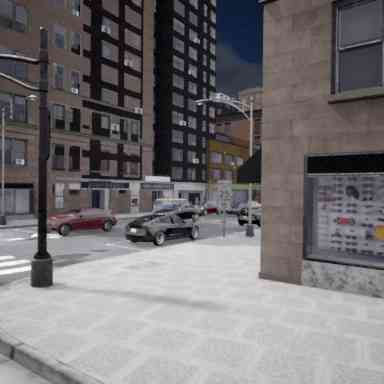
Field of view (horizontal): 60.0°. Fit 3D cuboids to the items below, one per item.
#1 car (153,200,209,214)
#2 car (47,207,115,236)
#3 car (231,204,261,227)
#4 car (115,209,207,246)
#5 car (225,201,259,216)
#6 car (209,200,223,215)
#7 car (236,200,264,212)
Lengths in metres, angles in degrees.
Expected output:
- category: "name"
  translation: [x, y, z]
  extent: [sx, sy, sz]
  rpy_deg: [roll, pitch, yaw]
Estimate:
- category: "car"
  translation: [-1.061, 1.671, 27.089]
  extent: [2.128, 1.511, 4.902]
  rpy_deg: [1, 0, 35]
- category: "car"
  translation: [-6.521, 1.633, 19.493]
  extent: [1.812, 1.442, 4.674]
  rpy_deg: [1, 0, 37]
- category: "car"
  translation: [5.040, 1.849, 25.381]
  extent: [1.947, 1.339, 4.313]
  rpy_deg: [0, 0, 36]
- category: "car"
  translation: [-1.378, 1.763, 16.456]
  extent: [1.947, 1.339, 4.313]
  rpy_deg: [0, 0, 36]
- category: "car"
  translation: [5.034, 1.812, 35.555]
  extent: [2.033, 1.411, 5.357]
  rpy_deg: [1, 0, 36]
- category: "car"
  translation: [1.329, 1.644, 34.821]
  extent: [1.967, 1.590, 4.097]
  rpy_deg: [0, 0, 36]
- category: "car"
  translation: [7.646, 1.821, 43.608]
  extent: [1.752, 1.417, 4.829]
  rpy_deg: [0, 0, 36]
